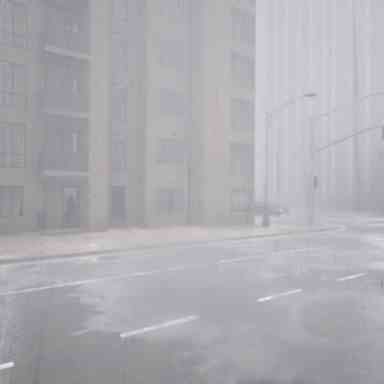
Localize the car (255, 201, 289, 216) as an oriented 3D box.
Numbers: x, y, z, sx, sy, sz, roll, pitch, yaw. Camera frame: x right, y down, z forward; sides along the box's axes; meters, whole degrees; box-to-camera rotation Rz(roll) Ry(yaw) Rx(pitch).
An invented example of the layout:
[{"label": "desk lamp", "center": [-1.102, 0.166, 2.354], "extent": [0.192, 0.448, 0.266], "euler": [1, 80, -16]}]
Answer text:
[{"label": "car", "center": [7.338, 1.701, 34.662], "extent": [2.128, 1.511, 4.902], "euler": [1, 0, -35]}]

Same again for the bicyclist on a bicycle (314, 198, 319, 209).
[{"label": "bicyclist on a bicycle", "center": [17.527, 1.637, 47.155], "extent": [1.656, 1.620, 0.582], "euler": [0, 0, -35]}]

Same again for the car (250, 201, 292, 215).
[{"label": "car", "center": [9.004, 1.764, 38.444], "extent": [1.812, 1.442, 4.674], "euler": [1, 0, -35]}]
